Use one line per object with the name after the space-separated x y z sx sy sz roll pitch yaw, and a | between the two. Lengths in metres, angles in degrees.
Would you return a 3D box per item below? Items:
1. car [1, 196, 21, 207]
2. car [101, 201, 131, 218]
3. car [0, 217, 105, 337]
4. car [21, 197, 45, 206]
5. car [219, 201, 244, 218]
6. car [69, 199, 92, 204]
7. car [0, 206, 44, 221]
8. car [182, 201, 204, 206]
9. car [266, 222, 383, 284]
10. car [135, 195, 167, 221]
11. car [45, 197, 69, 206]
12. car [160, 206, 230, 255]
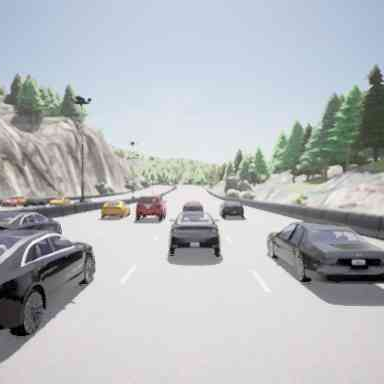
-28.068 1.478 52.651 2.097 1.767 4.553 0 0 0 | car
-6.913 1.551 30.571 1.882 1.535 5.008 0 0 0 | car
-3.406 1.508 6.661 2.128 1.511 4.902 0 0 0 | car
-24.572 1.727 52.698 1.895 1.301 4.718 0 0 1 | car
3.587 1.552 30.631 1.882 1.535 5.008 0 0 0 | car
-17.576 1.729 53.563 1.895 1.301 4.718 0 0 1 | car
-6.906 1.524 13.375 2.128 1.511 4.902 0 0 0 | car
0.087 1.552 30.614 1.882 1.535 5.008 0 0 0 | car
3.595 1.571 9.691 2.033 1.411 5.357 0 0 0 | car
-3.412 1.290 28.376 2.150 2.045 5.566 0 0 0 | car
-21.076 1.605 53.252 1.882 1.535 5.008 0 0 0 | car
0.093 1.524 13.375 2.128 1.511 4.902 0 0 0 | car
